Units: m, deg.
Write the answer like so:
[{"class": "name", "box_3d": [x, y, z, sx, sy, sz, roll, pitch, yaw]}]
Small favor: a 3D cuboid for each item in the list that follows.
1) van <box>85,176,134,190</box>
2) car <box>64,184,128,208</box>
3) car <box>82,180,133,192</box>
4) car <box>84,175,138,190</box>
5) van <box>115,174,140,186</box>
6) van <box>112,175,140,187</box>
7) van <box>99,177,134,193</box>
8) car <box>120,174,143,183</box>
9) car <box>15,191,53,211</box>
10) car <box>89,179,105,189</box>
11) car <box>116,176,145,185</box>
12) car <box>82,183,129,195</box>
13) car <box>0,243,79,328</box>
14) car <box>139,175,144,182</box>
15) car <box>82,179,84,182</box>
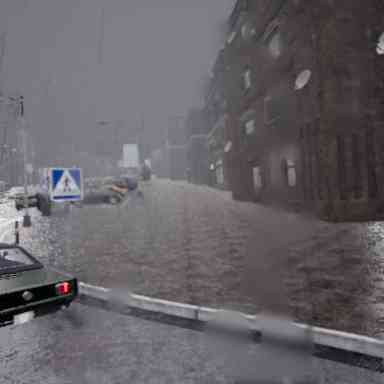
[{"class": "van", "box_3d": [-9.438, -0.463, 38.038, 4.442, 1.987, 1.878, -4, 4, -26]}, {"class": "car", "box_3d": [-8.562, 0.417, 28.942, 4.892, 1.521, 2.231, -4, 4, -26]}, {"class": "car", "box_3d": [-9.374, -0.008, 34.898, 5.366, 1.575, 1.946, -4, 5, -26]}, {"class": "car", "box_3d": [-9.892, -0.695, 40.985, 5.566, 2.045, 2.435, -4, 5, -26]}, {"class": "van", "box_3d": [-12.593, -2.389, 65.113, 4.442, 1.987, 1.878, -4, 5, -26]}, {"class": "van", "box_3d": [-11.732, -1.971, 59.182, 4.442, 1.987, 1.878, -4, 4, -26]}, {"class": "van", "box_3d": [-10.627, -1.095, 46.990, 4.442, 1.987, 1.878, -4, 5, -26]}, {"class": "car", "box_3d": [-13.447, -2.942, 74.255, 4.553, 1.767, 2.185, -4, 5, -26]}, {"class": "car", "box_3d": [-13.297, 0.666, 28.250, 2.128, 1.511, 4.902, -3, 4, -7]}, {"class": "car", "box_3d": [-16.815, -1.468, 59.280, 1.994, 1.385, 4.181, -3, 4, -6]}, {"class": "car", "box_3d": [-12.645, -2.400, 68.293, 5.366, 1.575, 1.946, -4, 4, -26]}, {"class": "car", "box_3d": [-8.877, 0.240, 31.963, 4.674, 1.452, 2.002, -4, 5, -26]}, {"class": "car", "box_3d": [-4.376, 1.636, 6.369, 4.718, 1.301, 1.895, 0, -1, 35]}, {"class": "car", "box_3d": [-11.157, -1.561, 53.101, 5.566, 2.045, 2.435, -4, 4, -26]}, {"class": "car", "box_3d": [-15.063, -0.434, 43.527, 1.882, 1.535, 5.008, -3, 5, -6]}]
